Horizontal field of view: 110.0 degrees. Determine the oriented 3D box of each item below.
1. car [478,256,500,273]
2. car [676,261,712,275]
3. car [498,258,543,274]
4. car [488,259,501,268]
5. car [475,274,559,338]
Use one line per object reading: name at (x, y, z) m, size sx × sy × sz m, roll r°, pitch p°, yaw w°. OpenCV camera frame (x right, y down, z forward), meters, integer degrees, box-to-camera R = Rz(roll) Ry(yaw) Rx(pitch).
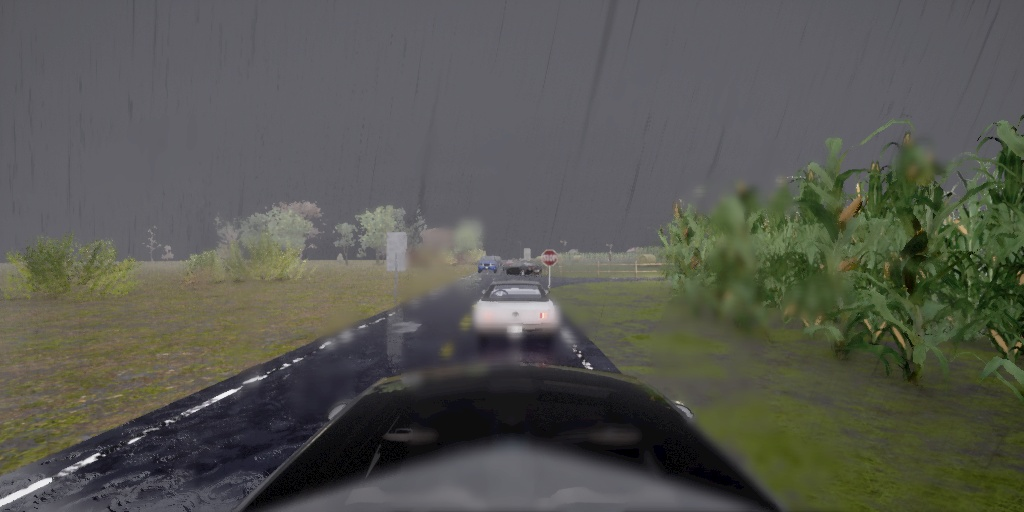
car at (-2.965, 1.000, 44.270) m, size 2.150 × 2.045 × 5.566 m, roll 0°, pitch 0°, yaw -1°
car at (16.865, 1.116, 31.193) m, size 4.892 × 1.490 × 1.837 m, roll 0°, pitch -1°, yaw -1°
car at (1.012, 1.249, 36.020) m, size 1.882 × 1.535 × 5.008 m, roll -2°, pitch 1°, yaw -34°
car at (-3.155, 1.303, 64.190) m, size 2.128 × 1.511 × 4.902 m, roll 0°, pitch 0°, yaw 0°
car at (0.102, 1.353, 10.145) m, size 1.895 × 1.301 × 4.718 m, roll 0°, pitch 0°, yaw 0°
